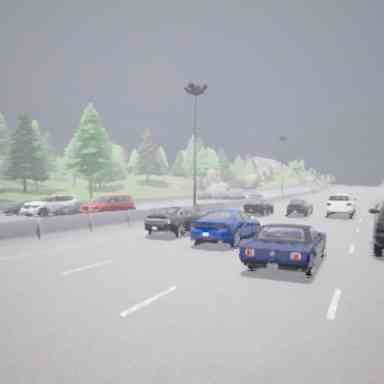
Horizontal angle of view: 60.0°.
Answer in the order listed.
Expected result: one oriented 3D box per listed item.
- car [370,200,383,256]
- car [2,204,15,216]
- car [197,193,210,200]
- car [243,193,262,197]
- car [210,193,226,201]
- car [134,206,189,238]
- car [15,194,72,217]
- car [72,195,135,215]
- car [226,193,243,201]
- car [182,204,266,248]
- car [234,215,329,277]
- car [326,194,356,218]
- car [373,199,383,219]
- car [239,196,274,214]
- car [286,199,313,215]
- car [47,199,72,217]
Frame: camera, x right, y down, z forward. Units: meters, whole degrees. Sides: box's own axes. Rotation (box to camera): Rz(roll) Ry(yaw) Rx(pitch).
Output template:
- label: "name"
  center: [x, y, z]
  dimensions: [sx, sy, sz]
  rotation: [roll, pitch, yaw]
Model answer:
- label: "car"
  center: [8.276, 1.267, 12.963]
  dimensions: [2.150, 2.045, 5.566]
  rotation: [0, 0, 28]
- label: "car"
  center: [-16.583, 1.561, 33.674]
  dimensions: [1.837, 1.490, 4.892]
  rotation: [0, 0, 28]
- label: "car"
  center: [2.844, 0.965, 69.766]
  dimensions: [1.837, 1.490, 4.892]
  rotation: [0, 1, 28]
- label: "car"
  center: [12.402, 0.937, 65.386]
  dimensions: [2.128, 1.511, 4.902]
  rotation: [0, 1, 28]
- label: "car"
  center: [6.223, 0.969, 68.662]
  dimensions: [2.033, 1.411, 5.357]
  rotation: [0, 1, 28]
- label: "car"
  center: [-0.706, 1.547, 18.335]
  dimensions: [2.128, 1.511, 4.902]
  rotation: [0, 0, 28]
- label: "car"
  center: [-13.488, 1.274, 32.044]
  dimensions: [2.150, 2.045, 5.566]
  rotation: [0, 0, 28]
- label: "car"
  center: [-7.237, 1.266, 28.891]
  dimensions: [2.150, 2.045, 5.566]
  rotation: [0, 0, 28]
- label: "car"
  center: [9.100, 0.933, 66.627]
  dimensions: [1.882, 1.535, 5.008]
  rotation: [0, 2, 28]
- label: "car"
  center: [1.679, 1.532, 15.383]
  dimensions: [1.882, 1.535, 5.008]
  rotation: [0, 0, 28]
- label: "car"
  center: [3.120, 1.654, 10.645]
  dimensions: [1.895, 1.301, 4.718]
  rotation: [0, 0, 27]
- label: "car"
  center: [13.451, 1.166, 30.036]
  dimensions: [2.150, 2.045, 5.566]
  rotation: [0, 1, 28]
- label: "car"
  center: [16.940, 1.437, 29.139]
  dimensions: [1.837, 1.490, 4.892]
  rotation: [0, 1, 28]
- label: "car"
  center: [6.440, 1.446, 31.773]
  dimensions: [1.882, 1.535, 5.008]
  rotation: [0, 1, 28]
- label: "car"
  center: [10.176, 1.457, 31.335]
  dimensions: [1.837, 1.490, 4.892]
  rotation: [0, 1, 28]
- label: "car"
  center: [-10.470, 1.613, 30.264]
  dimensions: [1.994, 1.385, 4.181]
  rotation: [0, 0, 28]
